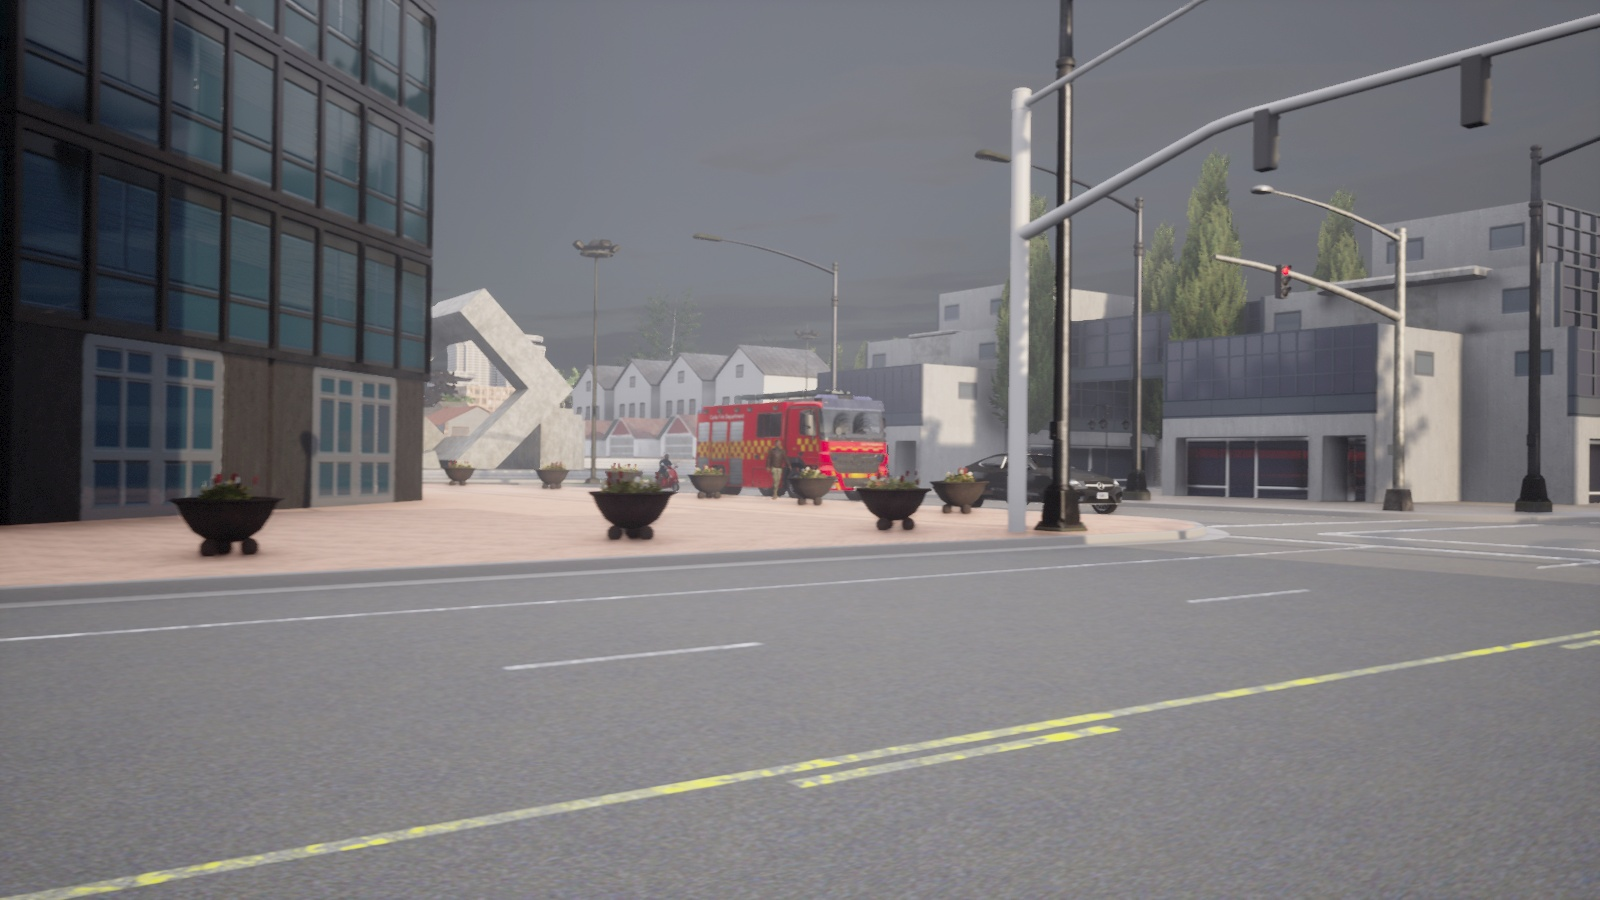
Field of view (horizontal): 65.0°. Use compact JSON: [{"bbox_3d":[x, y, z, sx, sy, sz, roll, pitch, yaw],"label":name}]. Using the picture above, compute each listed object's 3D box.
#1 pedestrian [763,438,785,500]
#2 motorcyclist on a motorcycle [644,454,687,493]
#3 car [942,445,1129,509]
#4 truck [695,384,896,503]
[{"bbox_3d":[-0.771,0.566,37.642,0.431,1.840,0.703,1,-1,-20],"label":"pedestrian"},{"bbox_3d":[-5.554,0.967,51.792,0.866,1.590,1.817,1,-1,-40],"label":"motorcyclist on a motorcycle"},{"bbox_3d":[6.415,0.714,34.760,2.152,1.651,5.027,1,-1,-34],"label":"car"},{"bbox_3d":[-0.376,-0.182,44.704,2.891,3.827,8.468,1,-1,-34],"label":"truck"}]
